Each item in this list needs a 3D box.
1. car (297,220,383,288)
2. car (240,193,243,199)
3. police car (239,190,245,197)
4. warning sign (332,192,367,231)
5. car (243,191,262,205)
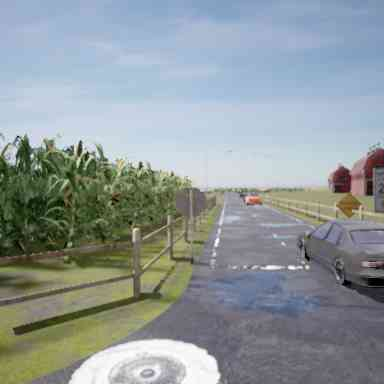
[{"bbox_3d":[4.389,1.466,9.041,2.033,1.411,5.357,-1,0,3],"label":"car"},{"bbox_3d":[10.144,1.165,59.017,1.994,1.385,4.181,-1,0,6],"label":"car"},{"bbox_3d":[13.866,0.836,86.712,1.930,1.638,5.238,-1,0,6],"label":"police car"},{"bbox_3d":[7.953,0.954,16.831,1.300,1.860,1.060,-1,0,6],"label":"warning sign"},{"bbox_3d":[9.094,1.016,49.245,2.097,1.767,4.553,-1,0,6],"label":"car"}]
